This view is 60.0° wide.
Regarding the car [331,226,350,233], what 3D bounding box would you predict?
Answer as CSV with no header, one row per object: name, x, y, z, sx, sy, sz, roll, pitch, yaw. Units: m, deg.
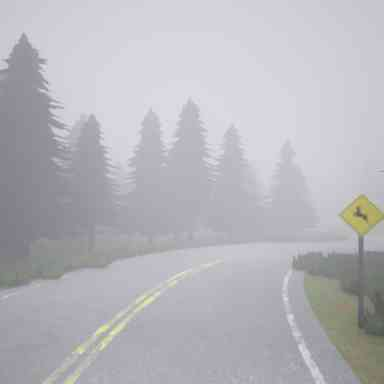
car,31.198,7.959,70.006,1.895,1.301,4.718,0,-5,2

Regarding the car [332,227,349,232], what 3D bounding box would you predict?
car,27.625,7.315,62.062,2.128,1.511,4.902,0,-5,4
